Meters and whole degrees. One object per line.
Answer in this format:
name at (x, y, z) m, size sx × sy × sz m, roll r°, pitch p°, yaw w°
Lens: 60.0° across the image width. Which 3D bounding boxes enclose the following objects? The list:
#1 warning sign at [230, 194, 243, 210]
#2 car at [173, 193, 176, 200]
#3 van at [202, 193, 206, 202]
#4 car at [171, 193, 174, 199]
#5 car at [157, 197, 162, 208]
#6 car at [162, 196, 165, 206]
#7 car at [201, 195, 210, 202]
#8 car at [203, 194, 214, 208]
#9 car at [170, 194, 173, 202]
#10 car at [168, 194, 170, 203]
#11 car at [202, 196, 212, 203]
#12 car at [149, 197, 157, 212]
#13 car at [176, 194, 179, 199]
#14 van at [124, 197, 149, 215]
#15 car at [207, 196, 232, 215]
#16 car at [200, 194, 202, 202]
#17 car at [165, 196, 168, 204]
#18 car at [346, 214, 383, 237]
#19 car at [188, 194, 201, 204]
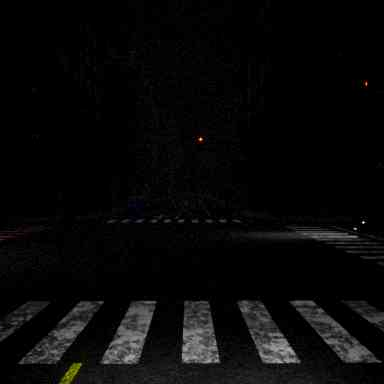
warning sign at (5.266, 1.118, 39.362) m, size 1.300 × 1.860 × 1.060 m, roll 0°, pitch 0°, yaw 0°
car at (-5.460, 1.522, 78.598) m, size 1.752 × 1.417 × 4.829 m, roll 0°, pitch 0°, yaw 0°
van at (2.950, 1.344, 56.057) m, size 1.690 × 1.788 × 3.998 m, roll 0°, pitch 0°, yaw 0°
car at (-5.488, 1.543, 73.099) m, size 1.887 × 1.381 × 4.507 m, roll 0°, pitch 0°, yaw 0°
car at (-5.633, 1.569, 44.758) m, size 1.947 × 1.339 × 4.313 m, roll 0°, pitch 0°, yaw 0°
car at (-5.604, 1.585, 50.427) m, size 1.802 × 1.307 × 4.206 m, roll 0°, pitch 0°, yaw 0°
car at (3.067, 1.437, 78.734) m, size 1.967 × 1.590 × 4.097 m, roll 0°, pitch 0°, yaw 0°
car at (2.892, 1.443, 44.718) m, size 1.967 × 1.590 × 4.097 m, roll 0°, pitch 0°, yaw 0°
car at (-5.517, 1.566, 67.431) m, size 1.947 × 1.339 × 4.313 m, roll 0°, pitch 0°, yaw 0°
car at (-5.547, 1.527, 61.593) m, size 1.752 × 1.417 × 4.829 m, roll 0°, pitch 0°, yaw 0°
car at (3.009, 1.551, 67.395) m, size 2.008 × 1.369 × 4.403 m, roll 0°, pitch 0°, yaw 0°
car at (-5.662, 1.443, 39.090) m, size 1.967 × 1.590 × 4.097 m, roll 0°, pitch 0°, yaw 0°
car at (-5.401, 1.307, 90.104) m, size 2.192 × 1.841 × 5.009 m, roll 0°, pitch 0°, yaw 0°
van at (-5.692, 1.343, 33.422) m, size 1.690 × 1.788 × 3.998 m, roll 0°, pitch 0°, yaw 0°
car at (2.834, 1.442, 33.380) m, size 1.967 × 1.590 × 4.097 m, roll 0°, pitch 0°, yaw 0°
car at (2.980, 1.527, 61.896) m, size 1.752 × 1.417 × 4.829 m, roll 0°, pitch 0°, yaw 0°
car at (-5.575, 1.568, 56.095) m, size 1.947 × 1.339 × 4.313 m, roll 0°, pitch 0°, yaw 0°
car at (10.765, 1.615, 17.441) m, size 4.718 × 1.301 × 1.895 m, roll 0°, pitch 0°, yaw 0°
car at (0.324, 1.565, 63.753) m, size 1.994 × 1.385 × 4.181 m, roll 0°, pitch 0°, yaw 0°
